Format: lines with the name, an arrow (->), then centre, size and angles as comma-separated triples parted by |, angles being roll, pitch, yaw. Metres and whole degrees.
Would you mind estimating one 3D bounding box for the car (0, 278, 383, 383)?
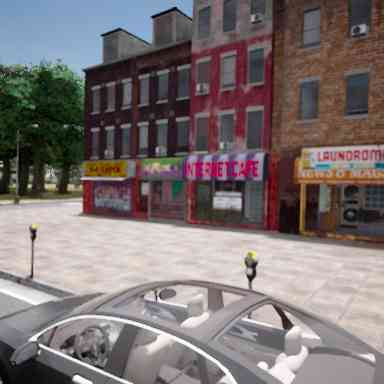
car -> -0.298, 1.524, 3.003 | 4.403, 1.369, 2.008 | 1, 2, 35
